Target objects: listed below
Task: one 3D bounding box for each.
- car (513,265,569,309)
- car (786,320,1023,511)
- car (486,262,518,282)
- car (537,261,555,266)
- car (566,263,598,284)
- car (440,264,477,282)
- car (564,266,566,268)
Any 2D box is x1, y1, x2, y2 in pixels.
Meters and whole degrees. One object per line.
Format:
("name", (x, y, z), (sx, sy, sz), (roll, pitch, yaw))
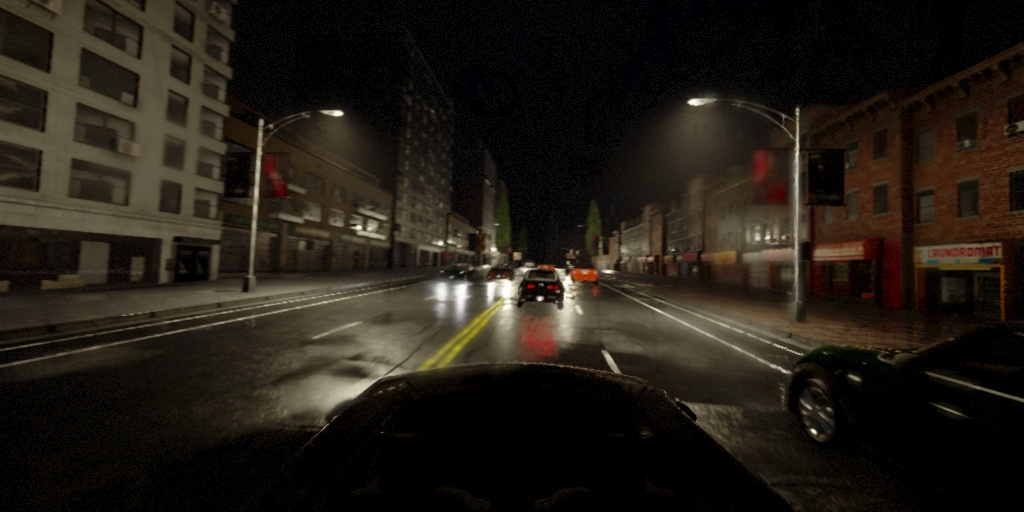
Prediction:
("car", (1.301, 1.337, 15.738), (1.837, 1.490, 4.892), (2, 0, 6))
("car", (4.273, 1.251, 2.497), (2.097, 1.767, 4.553), (2, 0, 6))
("car", (-0.814, 1.352, 29.061), (1.994, 1.385, 4.181), (2, 0, 6))
("car", (4.083, 1.395, 43.181), (2.097, 1.767, 4.553), (2, 0, 6))
("car", (6.058, 1.385, 30.710), (2.097, 1.767, 4.553), (2, 0, 6))
("car", (-4.155, 1.271, 28.337), (1.895, 1.301, 4.718), (2, 0, 6))
("car", (7.244, 1.645, 42.841), (2.128, 1.511, 4.902), (2, 0, 6))
